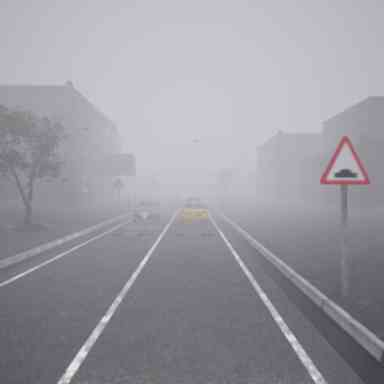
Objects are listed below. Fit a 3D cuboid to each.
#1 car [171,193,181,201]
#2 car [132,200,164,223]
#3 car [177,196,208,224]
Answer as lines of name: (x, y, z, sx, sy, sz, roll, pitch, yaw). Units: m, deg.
car: (-3.005, 0.917, 64.528, 2.128, 1.511, 4.902, 0, 0, 0)
car: (-3.092, 1.326, 24.186, 2.128, 1.511, 4.902, 0, 0, 0)
car: (0.105, 1.299, 23.064, 1.801, 1.575, 5.366, 0, 0, 0)
